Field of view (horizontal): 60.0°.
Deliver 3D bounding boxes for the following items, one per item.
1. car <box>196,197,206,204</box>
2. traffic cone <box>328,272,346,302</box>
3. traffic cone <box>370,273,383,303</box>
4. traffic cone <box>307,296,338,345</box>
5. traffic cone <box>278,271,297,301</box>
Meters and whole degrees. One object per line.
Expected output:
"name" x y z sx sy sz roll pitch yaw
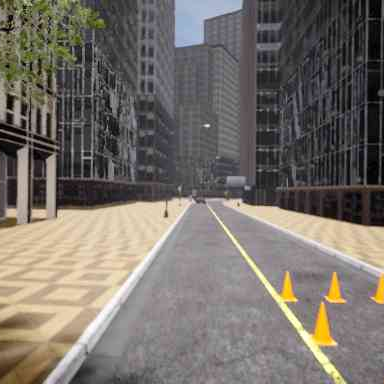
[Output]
"car" 1.885 1.784 68.524 1.994 1.385 4.181 1 0 3
"traffic cone" 3.039 2.000 7.089 0.340 0.580 0.340 1 0 1
"traffic cone" 4.038 2.012 7.069 0.340 0.580 0.340 1 0 1
"traffic cone" 1.999 1.985 5.109 0.340 0.580 0.340 1 0 1
"traffic cone" 2.039 1.989 7.109 0.340 0.580 0.340 1 0 1
